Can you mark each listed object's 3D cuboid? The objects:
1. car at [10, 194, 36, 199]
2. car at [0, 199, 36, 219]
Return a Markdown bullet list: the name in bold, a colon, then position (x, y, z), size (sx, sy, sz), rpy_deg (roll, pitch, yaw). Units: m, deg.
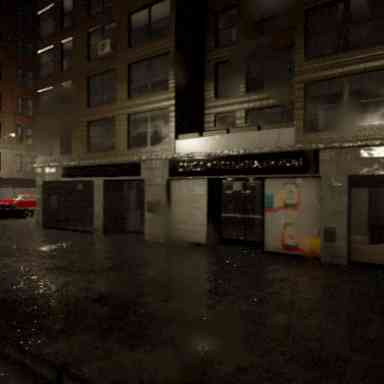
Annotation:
- **car**: position (-17.380, 1.129, 34.214), size (2.192, 1.841, 5.009), rpy_deg (1, 0, 36)
- **car**: position (-14.183, 1.457, 24.930), size (1.947, 1.339, 4.313), rpy_deg (1, 0, 36)
